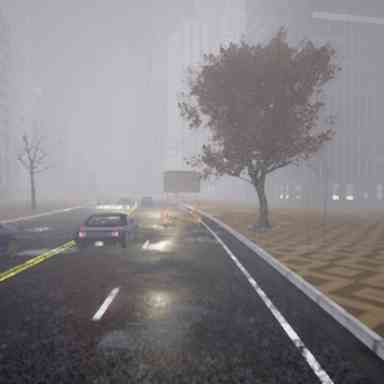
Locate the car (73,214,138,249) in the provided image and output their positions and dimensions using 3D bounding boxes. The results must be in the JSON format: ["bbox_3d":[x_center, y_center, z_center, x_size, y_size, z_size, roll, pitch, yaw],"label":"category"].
[{"bbox_3d":[-3.483,1.578,14.345,1.895,1.301,4.718,0,0,-2],"label":"car"}]

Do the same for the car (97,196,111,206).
[{"bbox_3d":[-13.894,1.376,52.702,2.128,1.511,4.902,0,0,-8],"label":"car"}]

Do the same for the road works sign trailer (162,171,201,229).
[{"bbox_3d":[-0.654,0.425,21.361,2.380,3.560,2.880,0,0,-4],"label":"road works sign trailer"}]

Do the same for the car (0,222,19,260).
[{"bbox_3d":[-6.804,1.514,9.689,1.812,1.442,4.674,0,0,-2],"label":"car"}]

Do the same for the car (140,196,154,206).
[{"bbox_3d":[-6.901,1.360,51.043,1.882,1.535,5.008,0,0,-8],"label":"car"}]

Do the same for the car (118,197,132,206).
[{"bbox_3d":[-10.556,1.446,52.338,1.994,1.385,4.181,0,0,-8],"label":"car"}]
